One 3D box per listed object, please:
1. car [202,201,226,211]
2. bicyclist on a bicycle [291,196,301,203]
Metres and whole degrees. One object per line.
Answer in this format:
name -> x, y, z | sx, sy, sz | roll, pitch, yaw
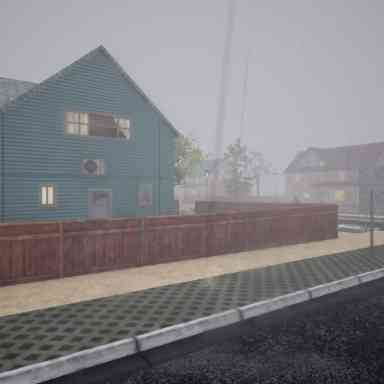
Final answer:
car -> 2.671, 1.508, 31.262 | 1.895, 1.301, 4.718 | 0, 0, -36
bicyclist on a bicycle -> 9.825, 1.206, 31.336 | 1.656, 1.620, 0.582 | -1, 1, -36
